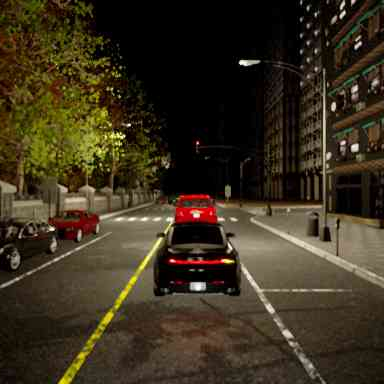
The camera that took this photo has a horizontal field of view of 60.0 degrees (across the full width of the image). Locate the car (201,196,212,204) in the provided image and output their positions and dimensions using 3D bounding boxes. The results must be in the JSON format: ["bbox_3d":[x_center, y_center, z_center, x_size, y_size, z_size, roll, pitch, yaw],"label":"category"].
[{"bbox_3d":[2.745,1.550,65.357,1.947,1.339,4.313,0,0,0],"label":"car"}]

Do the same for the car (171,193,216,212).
[{"bbox_3d":[0.123,1.209,18.509,2.150,2.045,5.566,0,0,-2],"label":"car"}]

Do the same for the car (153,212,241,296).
[{"bbox_3d":[0.105,1.498,8.591,1.837,1.490,4.892,0,0,0],"label":"car"}]

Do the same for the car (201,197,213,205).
[{"bbox_3d":[2.740,1.548,59.725,1.947,1.339,4.313,0,0,0],"label":"car"}]

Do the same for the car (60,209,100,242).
[{"bbox_3d":[-5.805,1.533,16.181,1.887,1.381,4.507,0,0,0],"label":"car"}]

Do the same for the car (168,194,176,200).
[{"bbox_3d":[-5.611,1.444,93.526,1.967,1.590,4.097,0,0,0],"label":"car"}]

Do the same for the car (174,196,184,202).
[{"bbox_3d":[-2.938,1.541,74.641,1.994,1.385,4.181,0,0,0],"label":"car"}]

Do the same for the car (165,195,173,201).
[{"bbox_3d":[-5.621,1.519,82.092,1.752,1.417,4.829,0,0,0],"label":"car"}]

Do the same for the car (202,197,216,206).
[{"bbox_3d":[2.735,1.547,54.092,1.947,1.339,4.313,0,0,0],"label":"car"}]

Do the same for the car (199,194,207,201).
[{"bbox_3d":[2.765,1.438,87.887,1.967,1.590,4.097,0,0,0],"label":"car"}]

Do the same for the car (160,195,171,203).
[{"bbox_3d":[-5.630,1.426,70.997,1.967,1.590,4.097,0,0,0],"label":"car"}]

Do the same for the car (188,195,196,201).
[{"bbox_3d":[0.066,1.461,80.964,1.882,1.535,5.008,0,0,0],"label":"car"}]

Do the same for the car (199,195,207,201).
[{"bbox_3d":[2.760,1.538,82.255,1.887,1.381,4.507,0,0,0],"label":"car"}]

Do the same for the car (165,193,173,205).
[{"bbox_3d":[-3.022,1.202,59.228,2.150,2.045,5.566,0,0,0],"label":"car"}]

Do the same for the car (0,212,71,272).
[{"bbox_3d":[-5.758,1.542,10.641,2.008,1.369,4.403,0,0,0],"label":"car"}]

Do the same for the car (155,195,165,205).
[{"bbox_3d":[-5.640,1.564,59.732,1.802,1.307,4.206,0,0,0],"label":"car"}]
